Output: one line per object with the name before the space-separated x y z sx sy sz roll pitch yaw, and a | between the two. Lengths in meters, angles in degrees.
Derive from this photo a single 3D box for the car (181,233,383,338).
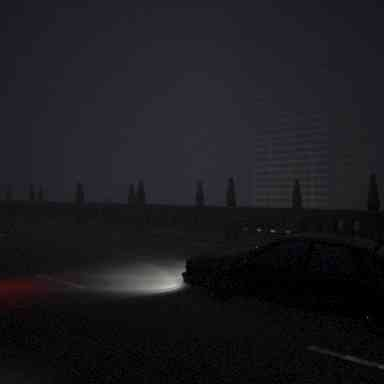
car | 2.382 1.548 6.594 5.357 1.411 2.033 0 0 35
